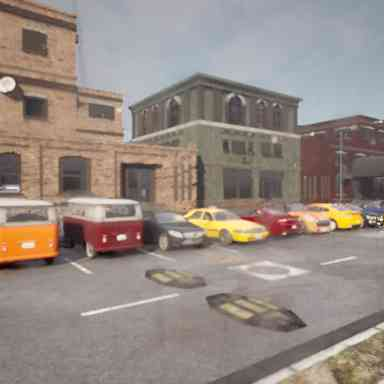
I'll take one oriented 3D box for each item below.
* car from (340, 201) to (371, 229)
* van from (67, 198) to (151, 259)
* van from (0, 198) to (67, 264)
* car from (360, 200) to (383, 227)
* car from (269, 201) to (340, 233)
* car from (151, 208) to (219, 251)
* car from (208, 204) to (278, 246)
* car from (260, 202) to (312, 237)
[{"bbox_3d":[7.844,1.473,20.603,2.097,1.535,5.008,0,0,-35],"label":"car"},{"bbox_3d":[-3.548,1.225,12.641,1.878,1.987,4.442,0,0,-35],"label":"van"},{"bbox_3d":[-5.812,1.220,11.030,1.878,1.987,4.442,0,0,-35],"label":"van"},{"bbox_3d":[10.100,1.480,22.222,2.231,1.521,4.892,0,0,-35],"label":"car"},{"bbox_3d":[5.558,1.343,19.020,2.185,1.767,4.553,0,0,-35],"label":"car"},{"bbox_3d":[-1.218,1.496,14.160,2.002,1.452,4.674,0,0,-35],"label":"car"},{"bbox_3d":[1.156,1.457,15.619,1.946,1.575,5.366,0,0,-35],"label":"car"},{"bbox_3d":[3.315,1.464,17.378,2.097,1.535,5.008,0,0,-35],"label":"car"}]
